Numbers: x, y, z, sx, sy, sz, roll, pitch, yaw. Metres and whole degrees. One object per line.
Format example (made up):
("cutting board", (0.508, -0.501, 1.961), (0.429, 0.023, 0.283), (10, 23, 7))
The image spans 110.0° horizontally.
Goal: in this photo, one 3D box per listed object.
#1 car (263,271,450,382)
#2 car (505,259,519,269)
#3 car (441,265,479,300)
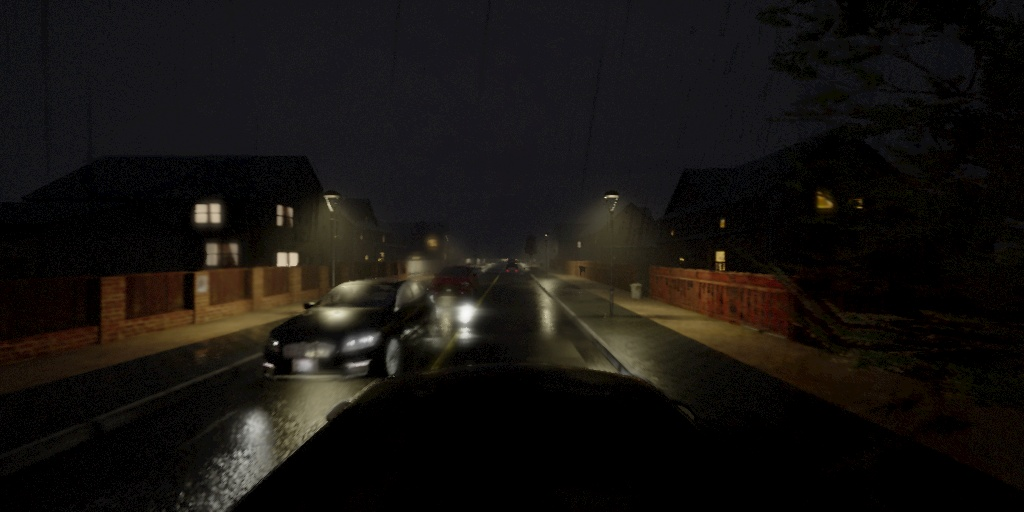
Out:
("car", (-2.840, 1.242, 7.380), (2.128, 1.511, 4.902), (0, 0, 0))
("car", (-0.003, 1.351, 57.315), (1.812, 1.442, 4.674), (0, 0, 0))
("car", (-2.754, 1.234, 18.107), (1.882, 1.535, 5.008), (0, 0, 0))
